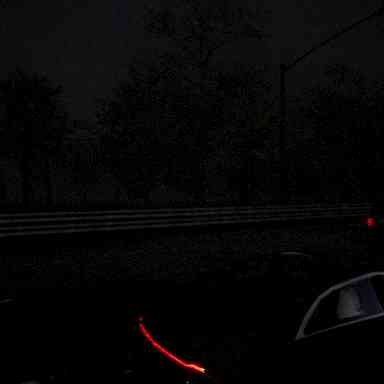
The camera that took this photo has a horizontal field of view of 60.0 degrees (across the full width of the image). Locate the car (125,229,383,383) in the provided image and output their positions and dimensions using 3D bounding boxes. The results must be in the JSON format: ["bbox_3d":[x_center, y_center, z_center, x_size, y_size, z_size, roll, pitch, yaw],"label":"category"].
[{"bbox_3d":[1.683,1.487,3.982,4.902,1.511,2.128,0,0,-31],"label":"car"}]

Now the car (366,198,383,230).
[{"bbox_3d":[8.774,1.211,12.256,5.566,2.045,2.150,0,0,-30],"label":"car"}]
